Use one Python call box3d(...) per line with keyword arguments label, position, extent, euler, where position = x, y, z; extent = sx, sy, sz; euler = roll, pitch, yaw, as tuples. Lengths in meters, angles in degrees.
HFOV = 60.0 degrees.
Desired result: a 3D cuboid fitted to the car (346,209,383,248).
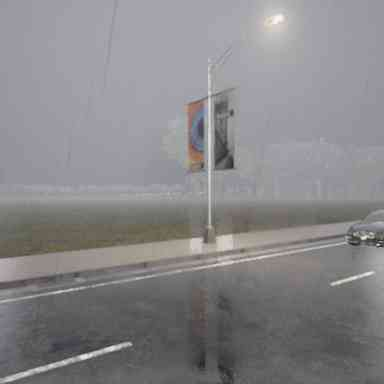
box3d(label="car", position=(8.252, 1.443, 13.604), extent=(4.892, 1.490, 1.837), euler=(0, 0, -36))
